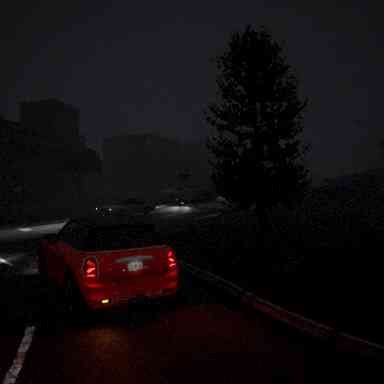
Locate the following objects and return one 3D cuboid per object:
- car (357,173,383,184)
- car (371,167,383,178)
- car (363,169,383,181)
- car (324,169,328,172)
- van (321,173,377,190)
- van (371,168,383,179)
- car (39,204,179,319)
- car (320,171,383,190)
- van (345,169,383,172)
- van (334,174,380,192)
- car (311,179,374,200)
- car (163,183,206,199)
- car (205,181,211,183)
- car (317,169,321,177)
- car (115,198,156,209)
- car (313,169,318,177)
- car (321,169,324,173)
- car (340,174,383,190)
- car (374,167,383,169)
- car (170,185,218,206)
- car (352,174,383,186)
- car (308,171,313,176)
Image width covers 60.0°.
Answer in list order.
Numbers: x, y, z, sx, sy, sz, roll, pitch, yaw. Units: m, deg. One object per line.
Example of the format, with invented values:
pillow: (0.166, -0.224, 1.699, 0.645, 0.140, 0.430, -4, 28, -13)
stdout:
car: (27.878, -2.016, 50.563, 4.792, 1.488, 2.163, -1, 4, 16)
car: (39.849, -3.997, 67.723, 5.566, 2.045, 2.435, -1, 4, 15)
car: (33.054, -3.035, 57.902, 5.566, 2.045, 2.435, -1, 4, 15)
car: (31.986, -4.929, 87.705, 5.566, 2.045, 2.435, -2, 3, 15)
van: (15.655, -0.554, 33.556, 4.442, 1.987, 1.878, -1, 4, 16)
van: (36.537, -3.499, 62.794, 4.442, 1.987, 1.878, -1, 4, 15)
car: (-2.181, 1.344, 7.796, 2.097, 1.767, 4.553, 0, 0, -33)
car: (17.273, -0.822, 36.002, 5.566, 2.045, 2.435, -1, 5, 16)
van: (22.701, -1.535, 43.227, 4.442, 1.987, 1.878, -1, 4, 16)
van: (18.951, -1.041, 38.444, 4.442, 1.987, 1.878, -1, 5, 16)
car: (13.786, -0.083, 31.191, 5.008, 1.535, 2.097, -1, 4, 16)
car: (-1.145, 0.017, 39.415, 4.674, 1.452, 2.002, -2, 3, 14)
car: (0.533, -0.235, 41.844, 4.792, 1.488, 2.163, -2, 3, 14)
car: (28.674, -4.268, 82.916, 5.008, 1.535, 2.097, -2, 3, 15)
car: (-4.903, 1.173, 24.826, 1.895, 1.301, 4.718, 0, 3, 35)
car: (27.015, -4.054, 80.509, 5.008, 1.535, 2.097, -2, 4, 15)
car: (30.175, -4.476, 85.363, 5.366, 1.575, 1.946, -2, 3, 15)
car: (20.801, -1.188, 40.852, 4.553, 1.767, 2.185, -1, 4, 16)
car: (29.611, -2.543, 52.990, 5.566, 2.045, 2.435, -1, 4, 15)
car: (0.567, 0.432, 32.848, 2.033, 1.411, 5.357, 0, 5, 34)
car: (26.111, -1.798, 48.122, 4.892, 1.521, 2.231, -1, 5, 16)
car: (25.361, -3.958, 78.088, 4.553, 1.767, 2.185, -2, 4, 15)
